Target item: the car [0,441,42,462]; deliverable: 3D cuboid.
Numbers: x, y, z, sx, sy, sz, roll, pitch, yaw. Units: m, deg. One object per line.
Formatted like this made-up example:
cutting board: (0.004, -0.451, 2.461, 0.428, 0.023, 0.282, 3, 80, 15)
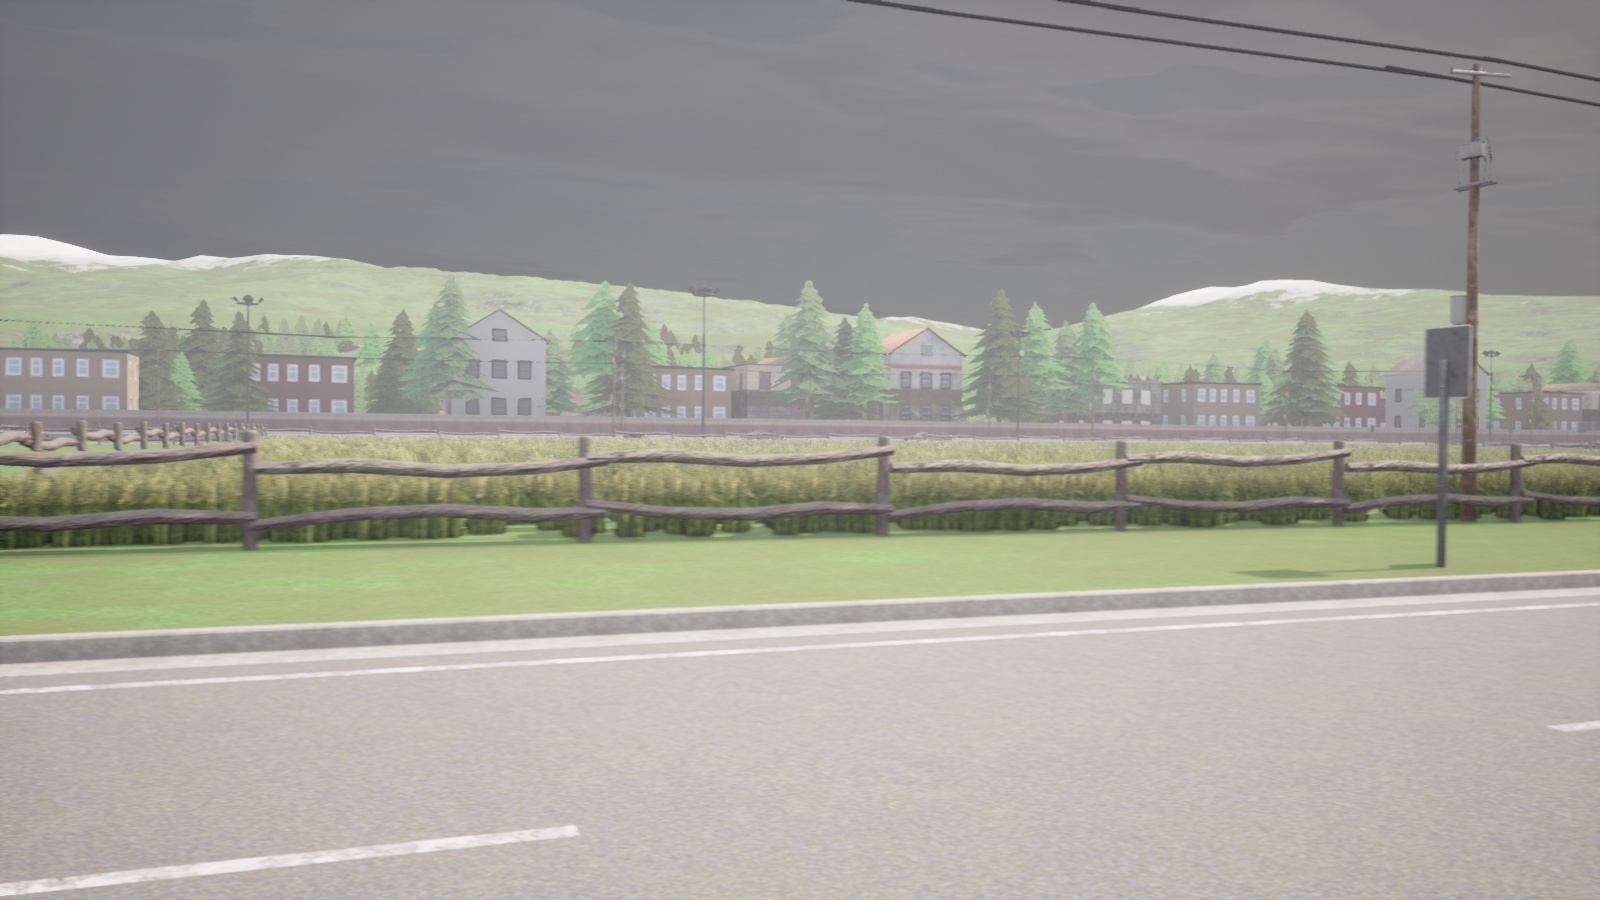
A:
car: (-52.952, 0.124, 82.884, 4.718, 1.301, 1.895, -1, 1, -21)
